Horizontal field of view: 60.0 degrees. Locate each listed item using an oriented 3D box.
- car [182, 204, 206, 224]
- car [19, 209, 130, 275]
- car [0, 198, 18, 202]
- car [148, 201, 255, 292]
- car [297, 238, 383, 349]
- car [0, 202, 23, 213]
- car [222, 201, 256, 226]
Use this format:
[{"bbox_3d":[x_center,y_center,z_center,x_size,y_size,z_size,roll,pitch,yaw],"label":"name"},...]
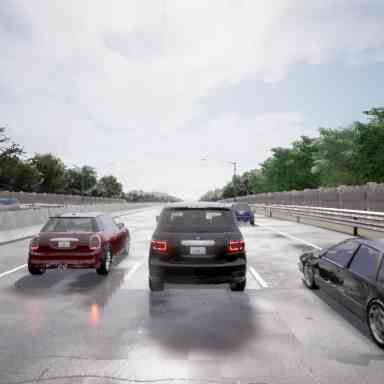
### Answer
[{"bbox_3d":[0.177,1.808,28.384,1.882,1.535,5.008,0,-1,0],"label":"car"},{"bbox_3d":[-3.368,1.408,10.805,2.097,1.767,4.553,0,-1,-1],"label":"car"},{"bbox_3d":[-17.521,1.580,29.718,2.150,2.045,5.566,0,-1,0],"label":"car"},{"bbox_3d":[0.124,1.264,9.208,2.150,2.045,5.566,0,0,0],"label":"car"},{"bbox_3d":[3.612,1.569,6.157,2.033,1.411,5.357,0,0,1],"label":"car"},{"bbox_3d":[-14.035,1.730,24.716,1.882,1.535,5.008,0,-1,0],"label":"car"},{"bbox_3d":[3.672,1.651,26.939,2.097,1.767,4.553,0,-1,0],"label":"car"}]
